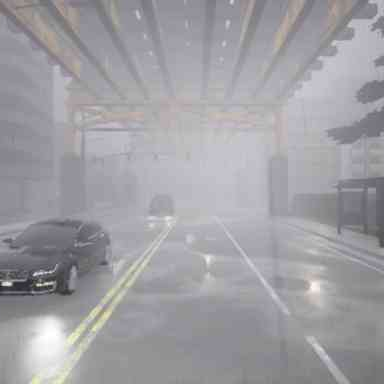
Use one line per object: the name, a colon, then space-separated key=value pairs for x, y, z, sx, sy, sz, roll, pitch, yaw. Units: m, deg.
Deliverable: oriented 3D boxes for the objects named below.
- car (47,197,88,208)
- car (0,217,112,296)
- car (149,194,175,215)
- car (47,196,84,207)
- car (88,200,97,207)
car: x=-16.425 y=1.369 z=43.213 sx=4.974 sy=1.542 sz=2.038 roll=0 pitch=0 yaw=26
car: x=-3.479 y=1.486 z=8.760 sx=1.837 sy=1.490 sz=4.892 roll=0 pitch=0 yaw=1
car: x=-2.983 y=1.199 z=34.111 sx=2.150 sy=2.045 sz=5.566 roll=0 pitch=0 yaw=1
car: x=-16.471 y=1.211 z=43.235 sx=4.536 sy=1.218 sz=1.853 roll=0 pitch=0 yaw=26
car: x=-16.033 y=1.369 z=47.366 sx=4.974 sy=1.542 sz=2.038 roll=0 pitch=0 yaw=-19
